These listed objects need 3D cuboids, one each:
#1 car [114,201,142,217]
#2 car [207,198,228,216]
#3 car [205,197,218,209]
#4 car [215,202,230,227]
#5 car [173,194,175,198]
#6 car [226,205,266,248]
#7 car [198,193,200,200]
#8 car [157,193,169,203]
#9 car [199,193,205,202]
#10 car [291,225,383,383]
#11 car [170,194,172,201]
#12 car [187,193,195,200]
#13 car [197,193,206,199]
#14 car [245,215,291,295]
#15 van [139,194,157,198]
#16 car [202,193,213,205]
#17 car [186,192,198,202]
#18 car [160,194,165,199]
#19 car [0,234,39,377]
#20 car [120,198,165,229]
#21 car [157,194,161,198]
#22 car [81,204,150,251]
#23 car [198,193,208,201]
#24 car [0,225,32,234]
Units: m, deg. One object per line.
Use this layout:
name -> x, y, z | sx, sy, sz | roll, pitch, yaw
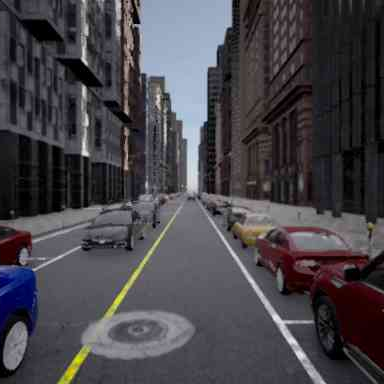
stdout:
car -> -5.828, 1.508, 30.901 | 1.802, 1.307, 4.206 | 0, 0, 0
car -> 2.697, 1.482, 30.936 | 1.947, 1.339, 4.313 | 0, 0, 0
car -> 2.684, 1.484, 36.538 | 1.802, 1.307, 4.206 | 0, 0, 0
car -> 2.721, 1.495, 19.733 | 2.008, 1.369, 4.403 | 0, 0, 0
car -> -5.937, 1.377, 81.320 | 1.947, 1.339, 4.313 | 0, 0, 0
car -> 2.732, 1.484, 14.301 | 1.752, 1.417, 4.829 | 0, 0, 0
car -> 2.623, 1.362, 64.716 | 1.752, 1.417, 4.829 | 0, 0, 0
car -> -5.890, 1.174, 58.911 | 2.192, 1.841, 5.009 | 0, 0, 0
car -> 2.648, 1.303, 53.342 | 1.967, 1.590, 4.097 | 0, 0, 0
car -> 2.756, 1.304, 2.926 | 2.192, 1.841, 5.009 | 0, 0, 0
car -> -5.914, 1.274, 70.115 | 1.967, 1.590, 4.097 | 0, 0, 0
car -> -0.176, 1.130, 82.859 | 1.882, 1.535, 5.008 | 0, 0, 0
car -> 2.562, 1.096, 92.554 | 2.192, 1.841, 5.009 | 0, 0, 0
car -> 2.745, 1.519, 8.529 | 1.887, 1.381, 4.507 | 0, 0, 0
van -> -5.854, 1.239, 42.105 | 1.690, 1.788, 3.998 | 0, 0, 0
car -> 2.672, 1.329, 42.139 | 1.967, 1.590, 4.097 | 0, 0, 0
car -> -0.153, 1.315, 72.433 | 1.837, 1.490, 4.892 | 0, 0, 0
car -> -5.877, 1.454, 53.309 | 1.802, 1.307, 4.206 | 0, 0, 0
car -> -3.102, 1.474, 2.682 | 1.882, 1.535, 5.008 | 0, 0, 0
car -> -3.044, 1.364, 21.404 | 1.837, 1.490, 4.892 | 0, 0, 0
car -> -5.865, 1.411, 47.537 | 1.752, 1.417, 4.829 | 0, 0, 0
car -> -3.113, 1.470, 13.965 | 1.837, 1.490, 4.892 | 0, 0, 0
car -> 2.586, 1.117, 81.350 | 2.192, 1.841, 5.009 | 0, 0, 0
car -> -5.780, 1.528, 8.493 | 1.887, 1.381, 4.507 | 0, 0, 0
